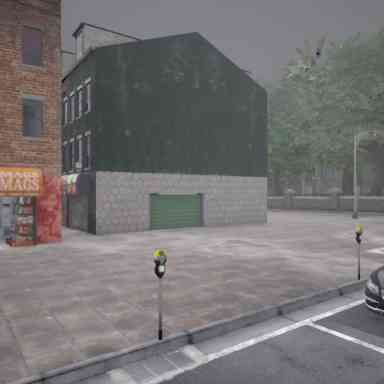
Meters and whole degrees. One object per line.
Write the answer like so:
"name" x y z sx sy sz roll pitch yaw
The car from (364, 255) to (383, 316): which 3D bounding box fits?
"car" 5.046 1.551 6.424 4.403 1.369 2.008 0 0 -36
